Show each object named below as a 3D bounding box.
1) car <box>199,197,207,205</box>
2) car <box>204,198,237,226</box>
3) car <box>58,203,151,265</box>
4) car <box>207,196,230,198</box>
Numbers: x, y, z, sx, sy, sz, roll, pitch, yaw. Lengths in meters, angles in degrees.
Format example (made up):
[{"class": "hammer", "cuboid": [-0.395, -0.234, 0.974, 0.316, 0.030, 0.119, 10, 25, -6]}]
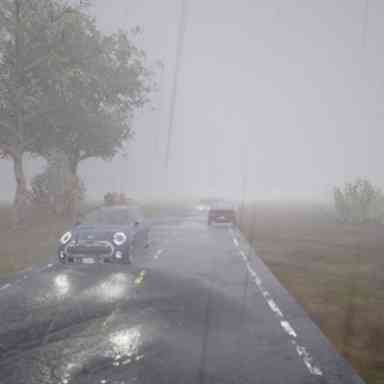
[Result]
[{"class": "car", "cuboid": [2.330, 1.414, 54.119, 1.895, 1.301, 4.718, 0, 0, 11]}, {"class": "car", "cuboid": [2.056, 1.407, 22.793, 1.882, 1.535, 5.008, 0, 0, 5]}, {"class": "car", "cuboid": [-2.767, 1.311, 11.462, 2.097, 1.767, 4.553, 0, 0, 3]}, {"class": "car", "cuboid": [3.509, 1.359, 43.481, 1.837, 1.490, 4.892, 0, 0, 10]}]
